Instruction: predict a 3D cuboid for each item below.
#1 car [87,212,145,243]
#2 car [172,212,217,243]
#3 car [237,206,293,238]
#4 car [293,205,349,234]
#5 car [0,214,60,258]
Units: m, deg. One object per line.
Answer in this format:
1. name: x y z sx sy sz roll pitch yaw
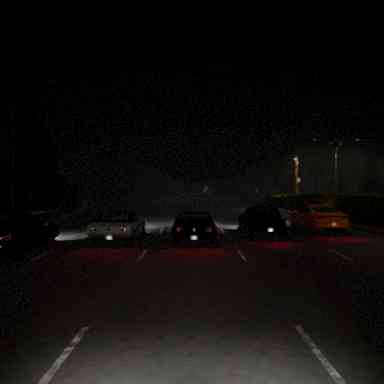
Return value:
1. car: -3.404 1.580 15.917 1.895 1.301 4.718 0 0 0
2. car: 0.095 1.580 15.918 1.895 1.301 4.718 0 0 0
3. car: 3.596 1.482 17.616 1.837 1.490 4.892 0 0 0
4. car: 7.097 1.453 19.074 1.882 1.535 5.008 0 0 0
5. car: -6.906 1.531 12.618 2.033 1.411 5.357 0 0 0
